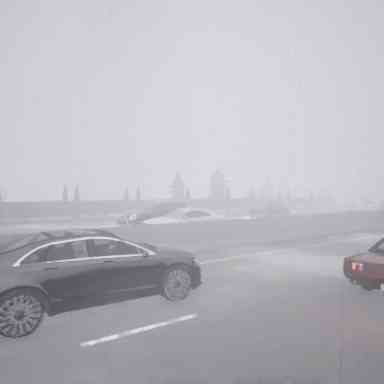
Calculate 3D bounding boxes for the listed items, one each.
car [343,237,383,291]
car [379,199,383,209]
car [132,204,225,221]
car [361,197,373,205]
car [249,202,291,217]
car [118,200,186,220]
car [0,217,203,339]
[{"bbox_3d":[5.652,1.602,7.774,4.718,1.301,1.895,0,0,-35],"label":"car"},{"bbox_3d":[28.450,1.639,48.042,1.812,1.442,4.674,0,0,36],"label":"car"},{"bbox_3d":[-0.337,1.527,16.644,4.674,1.442,1.812,0,0,-36],"label":"car"},{"bbox_3d":[32.909,1.682,62.714,1.882,1.535,5.008,0,0,27],"label":"car"},{"bbox_3d":[7.262,1.582,30.895,4.181,1.385,1.994,0,0,-38],"label":"car"},{"bbox_3d":[-2.108,1.353,19.699,4.553,1.767,2.097,0,0,-36],"label":"car"},{"bbox_3d":[-2.010,1.492,6.611,4.902,1.511,2.128,0,0,-35],"label":"car"}]
